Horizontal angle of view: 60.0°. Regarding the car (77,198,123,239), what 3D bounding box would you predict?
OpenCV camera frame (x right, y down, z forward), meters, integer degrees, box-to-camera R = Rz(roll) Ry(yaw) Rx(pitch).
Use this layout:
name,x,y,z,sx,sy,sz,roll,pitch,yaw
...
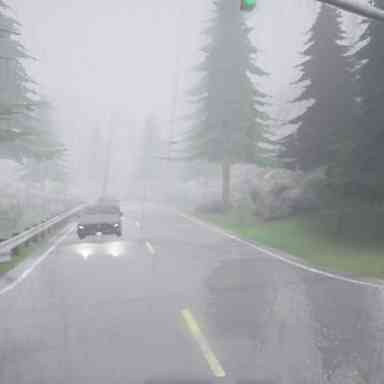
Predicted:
name,x,y,z,sx,sy,sz,roll,pitch,yaw
car,-4.400,1.274,16.182,2.033,1.411,5.357,-2,1,-13

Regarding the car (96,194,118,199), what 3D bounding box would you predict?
name,x,y,z,sx,sy,sz,roll,pitch,yaw
car,-6.638,1.120,25.847,1.994,1.385,4.181,-2,1,-13
